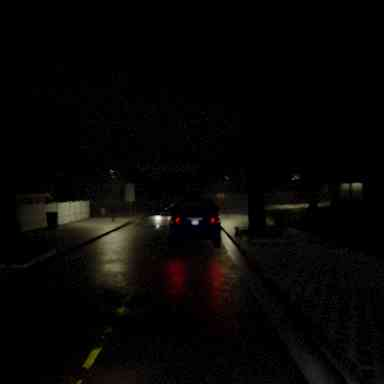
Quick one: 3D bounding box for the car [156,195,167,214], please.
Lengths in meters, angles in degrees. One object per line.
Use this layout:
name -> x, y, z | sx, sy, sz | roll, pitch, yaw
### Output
car -> -2.701, 1.356, 36.967 | 2.150, 2.045, 5.566 | 0, 0, 0

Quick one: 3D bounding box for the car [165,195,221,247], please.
car -> 0.121, 1.283, 15.508 | 2.150, 2.045, 5.566 | 0, 0, 0

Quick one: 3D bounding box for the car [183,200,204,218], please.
car -> 0.141, 1.600, 32.174 | 1.882, 1.535, 5.008 | 0, 0, 0
